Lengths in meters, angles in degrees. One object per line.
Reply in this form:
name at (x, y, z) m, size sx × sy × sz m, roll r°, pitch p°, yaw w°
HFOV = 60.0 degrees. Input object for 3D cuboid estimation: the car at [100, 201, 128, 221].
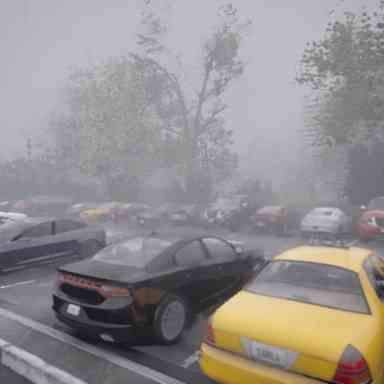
car at (-4.152, 1.531, 25.470) m, size 2.097 × 1.535 × 5.008 m, roll 0°, pitch 0°, yaw 35°

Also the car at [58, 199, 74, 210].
car at (-8.690, 1.596, 28.701) m, size 2.002 × 1.452 × 4.674 m, roll 0°, pitch 0°, yaw 35°

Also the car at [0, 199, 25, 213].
car at (-22.293, 1.658, 38.403) m, size 2.097 × 1.535 × 5.008 m, roll -1°, pitch 0°, yaw 36°

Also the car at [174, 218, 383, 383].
car at (2.181, 1.469, 5.155) m, size 1.946 × 1.575 × 5.366 m, roll 0°, pitch 0°, yaw 35°

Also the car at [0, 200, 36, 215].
car at (-20.025, 1.675, 36.782) m, size 2.002 × 1.452 × 4.674 m, roll -1°, pitch 0°, yaw 36°

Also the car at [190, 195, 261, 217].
car at (2.642, 1.244, 20.613) m, size 2.435 × 2.045 × 5.566 m, roll 0°, pitch 0°, yaw 35°

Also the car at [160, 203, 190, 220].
car at (0.408, 1.535, 22.271) m, size 2.163 × 1.488 × 4.792 m, roll 0°, pitch 0°, yaw 35°

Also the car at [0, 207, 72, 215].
car at (-7.062, 1.505, 11.492) m, size 2.231 × 1.521 × 4.892 m, roll 0°, pitch 0°, yaw 35°

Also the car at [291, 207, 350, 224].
car at (7.098, 1.519, 17.477) m, size 2.002 × 1.452 × 4.674 m, roll 0°, pitch 0°, yaw 35°

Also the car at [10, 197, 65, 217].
car at (-15.512, 1.471, 33.523) m, size 2.185 × 1.767 × 4.553 m, roll 0°, pitch 0°, yaw 35°

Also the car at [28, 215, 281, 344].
car at (-0.211, 1.477, 6.622) m, size 2.097 × 1.535 × 5.008 m, roll 0°, pitch 0°, yaw 35°

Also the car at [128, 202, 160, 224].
car at (-1.896, 1.548, 23.837) m, size 2.163 × 1.488 × 4.792 m, roll 0°, pitch 0°, yaw 35°

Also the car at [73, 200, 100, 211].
car at (-6.527, 1.540, 26.938) m, size 1.946 × 1.575 × 5.366 m, roll 0°, pitch 0°, yaw 35°

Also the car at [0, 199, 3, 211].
car at (-26.831, 1.717, 41.630) m, size 2.097 × 1.535 × 5.008 m, roll -1°, pitch -1°, yaw 36°

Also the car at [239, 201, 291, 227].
car at (4.928, 1.486, 19.016) m, size 2.097 × 1.535 × 5.008 m, roll 0°, pitch 0°, yaw 35°

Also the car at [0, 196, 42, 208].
car at (-9.332, 1.265, 13.146) m, size 2.435 × 2.045 × 5.566 m, roll 0°, pitch 0°, yaw 35°

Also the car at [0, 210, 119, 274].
car at (-4.796, 1.523, 9.851) m, size 2.163 × 1.488 × 4.792 m, roll 0°, pitch 0°, yaw 35°

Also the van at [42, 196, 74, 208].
van at (-13.162, 1.355, 32.030) m, size 1.878 × 1.987 × 4.442 m, roll 0°, pitch 0°, yaw 35°

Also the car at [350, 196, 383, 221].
car at (9.452, 1.222, 15.771) m, size 2.435 × 2.045 × 5.566 m, roll 0°, pitch 0°, yaw 35°
